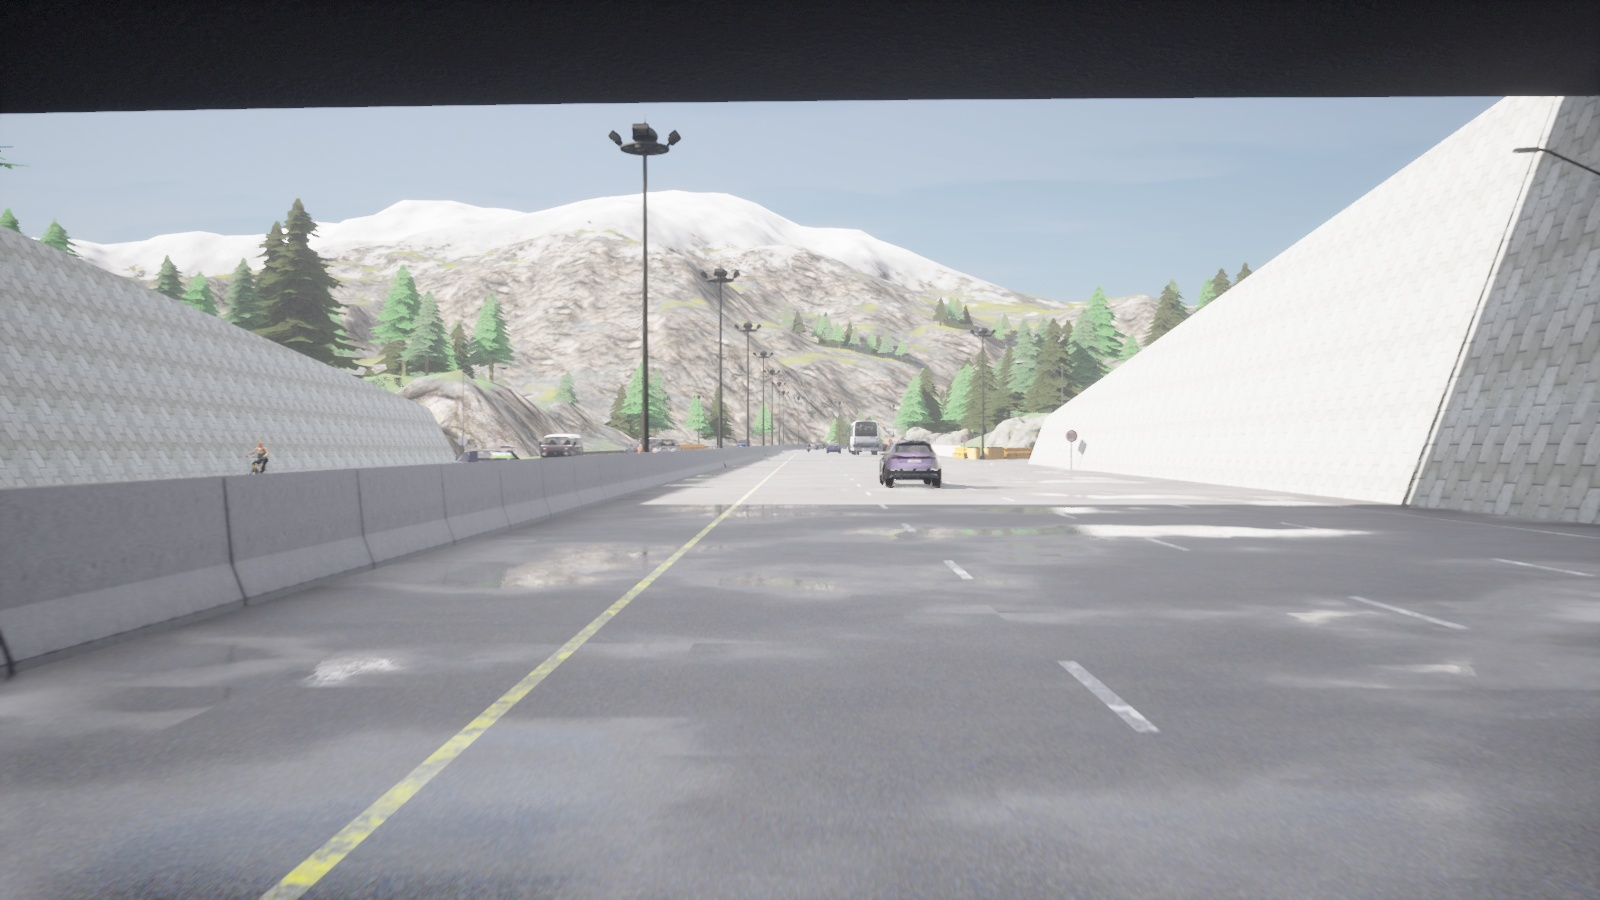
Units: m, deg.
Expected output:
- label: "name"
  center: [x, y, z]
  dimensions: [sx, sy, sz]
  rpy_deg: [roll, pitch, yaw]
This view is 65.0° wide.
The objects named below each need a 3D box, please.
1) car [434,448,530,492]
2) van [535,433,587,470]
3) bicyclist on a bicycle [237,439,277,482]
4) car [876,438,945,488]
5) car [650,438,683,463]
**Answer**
- label: "car"
  center: [-10.219, 0.609, 40.750]
  dimensions: [1.895, 1.301, 4.718]
  rpy_deg: [0, 0, 0]
- label: "van"
  center: [-13.511, 0.059, 71.309]
  dimensions: [2.069, 2.038, 4.480]
  rpy_deg: [0, 0, 0]
- label: "bicyclist on a bicycle"
  center: [-20.666, 0.397, 47.827]
  dimensions: [0.866, 1.612, 1.509]
  rpy_deg: [0, 0, 1]
- label: "car"
  center: [3.803, 0.431, 43.963]
  dimensions: [2.033, 1.649, 4.856]
  rpy_deg: [0, 0, 0]
- label: "car"
  center: [-9.863, 0.031, 93.024]
  dimensions: [1.932, 1.855, 4.605]
  rpy_deg: [0, 0, 0]
